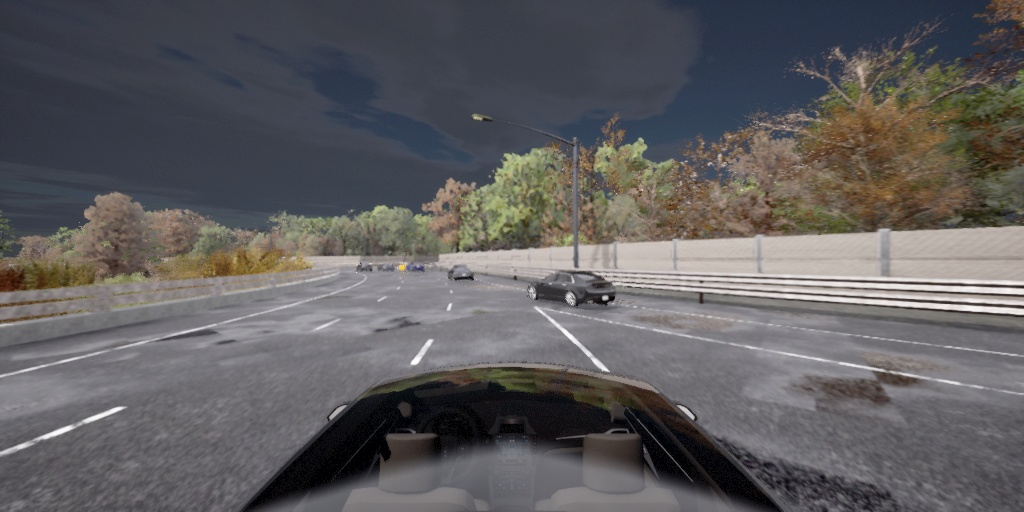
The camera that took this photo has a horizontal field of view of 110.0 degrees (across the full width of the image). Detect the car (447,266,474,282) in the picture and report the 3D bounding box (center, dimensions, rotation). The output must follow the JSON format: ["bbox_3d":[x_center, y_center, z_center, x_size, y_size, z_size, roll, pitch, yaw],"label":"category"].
[{"bbox_3d":[-4.981,1.637,34.342,1.994,1.385,4.181,-3,1,-18],"label":"car"}]

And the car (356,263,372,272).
[{"bbox_3d":[-24.726,1.962,60.049,1.812,1.442,4.674,0,-1,-35],"label":"car"}]

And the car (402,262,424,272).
[{"bbox_3d":[-16.145,1.753,59.505,2.097,1.767,4.553,1,-1,-30],"label":"car"}]

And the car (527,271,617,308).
[{"bbox_3d":[2.482,1.420,16.108,1.837,1.490,4.892,-1,0,-29],"label":"car"}]
